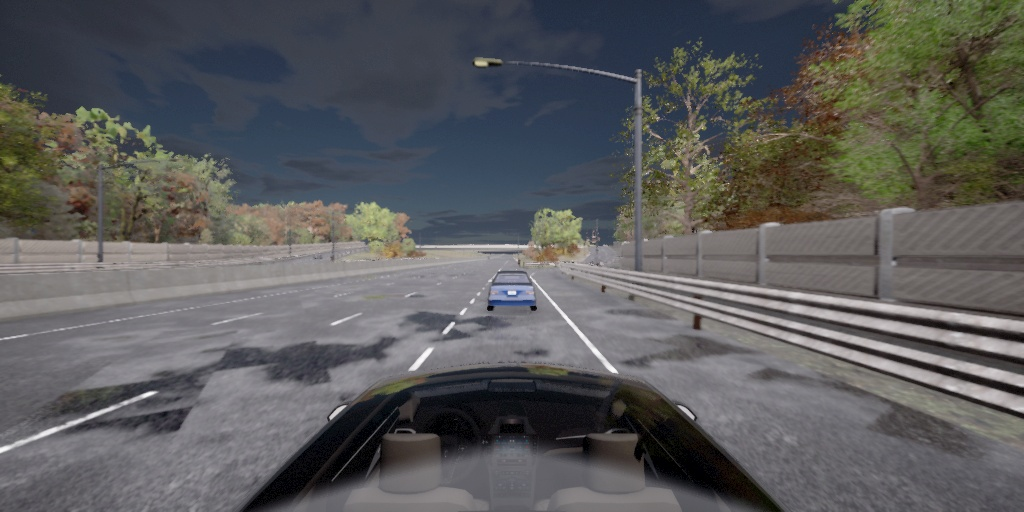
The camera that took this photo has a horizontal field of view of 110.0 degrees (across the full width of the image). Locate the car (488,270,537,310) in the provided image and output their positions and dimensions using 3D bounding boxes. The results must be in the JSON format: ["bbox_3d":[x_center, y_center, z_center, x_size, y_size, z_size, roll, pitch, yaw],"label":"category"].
[{"bbox_3d":[0.001,1.299,14.734,2.033,1.411,5.357,0,0,0],"label":"car"}]
